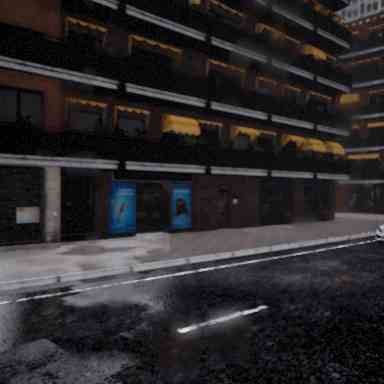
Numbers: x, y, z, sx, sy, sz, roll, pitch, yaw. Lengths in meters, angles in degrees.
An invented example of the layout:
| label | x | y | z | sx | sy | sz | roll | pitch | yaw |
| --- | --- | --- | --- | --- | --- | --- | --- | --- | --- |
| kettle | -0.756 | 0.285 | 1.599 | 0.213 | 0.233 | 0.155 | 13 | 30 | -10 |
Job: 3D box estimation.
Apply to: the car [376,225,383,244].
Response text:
| label | x | y | z | sx | sy | sz | roll | pitch | yaw |
| --- | --- | --- | --- | --- | --- | --- | --- | --- | --- |
| car | 10.342 | 1.664 | 15.384 | 4.674 | 1.442 | 1.812 | 1 | 0 | -37 |
